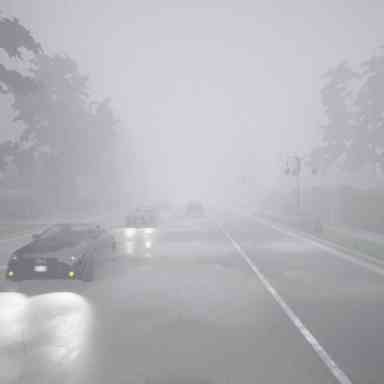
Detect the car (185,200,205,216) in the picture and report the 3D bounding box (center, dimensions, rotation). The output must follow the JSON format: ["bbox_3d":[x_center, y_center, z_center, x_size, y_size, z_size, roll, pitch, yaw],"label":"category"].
[{"bbox_3d":[0.303,1.700,35.317,1.837,1.490,4.892,0,0,1],"label":"car"}]

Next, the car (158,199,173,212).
[{"bbox_3d":[-3.217,1.558,39.601,2.033,1.411,5.357,0,0,0],"label":"car"}]

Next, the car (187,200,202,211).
[{"bbox_3d":[0.346,1.808,46.583,1.994,1.385,4.181,0,0,1],"label":"car"}]

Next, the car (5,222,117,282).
[{"bbox_3d":[-3.541,1.613,9.771,1.994,1.385,4.181,0,0,0],"label":"car"}]

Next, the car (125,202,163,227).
[{"bbox_3d":[-3.428,1.687,23.538,1.994,1.385,4.181,0,0,1],"label":"car"}]
